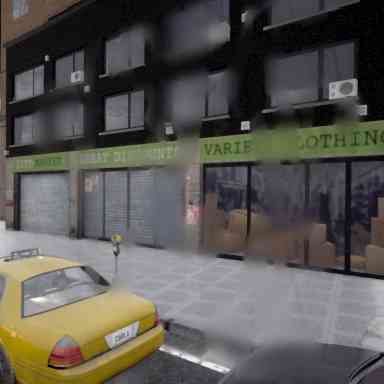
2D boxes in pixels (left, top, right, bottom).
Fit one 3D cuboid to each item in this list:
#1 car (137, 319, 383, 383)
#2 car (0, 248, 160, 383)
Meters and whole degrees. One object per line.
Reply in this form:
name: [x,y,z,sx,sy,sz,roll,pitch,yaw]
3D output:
car: [2.047,1.551,1.624,4.403,1.369,2.008,0,1,36]
car: [-2.634,1.524,4.972,4.829,1.417,1.752,0,1,36]
